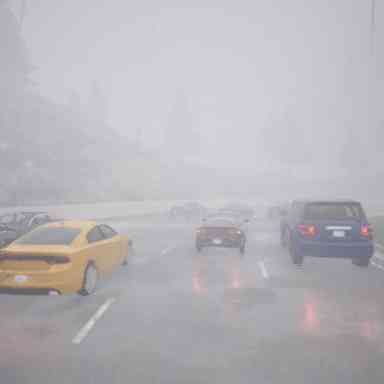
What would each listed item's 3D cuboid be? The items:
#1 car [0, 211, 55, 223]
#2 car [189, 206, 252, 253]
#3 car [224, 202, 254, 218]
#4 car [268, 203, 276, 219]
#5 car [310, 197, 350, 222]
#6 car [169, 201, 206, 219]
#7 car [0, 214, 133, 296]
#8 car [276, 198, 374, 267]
[{"bbox_3d":[-6.110,1.496,12.937,2.128,1.511,4.902,0,0,8],"label":"car"},{"bbox_3d":[1.343,1.531,13.697,1.812,1.442,4.674,0,0,12],"label":"car"},{"bbox_3d":[3.819,1.575,28.504,1.994,1.385,4.181,0,0,31],"label":"car"},{"bbox_3d":[8.004,1.537,28.646,1.812,1.442,4.674,0,0,34],"label":"car"},{"bbox_3d":[11.397,1.363,27.331,2.097,1.767,4.553,0,0,35],"label":"car"},{"bbox_3d":[-0.226,1.537,29.117,1.812,1.442,4.674,0,0,29],"label":"car"},{"bbox_3d":[-2.987,1.481,8.734,1.882,1.535,5.008,0,0,5],"label":"car"},{"bbox_3d":[4.411,1.226,11.650,2.150,2.045,5.566,0,0,9],"label":"car"}]
